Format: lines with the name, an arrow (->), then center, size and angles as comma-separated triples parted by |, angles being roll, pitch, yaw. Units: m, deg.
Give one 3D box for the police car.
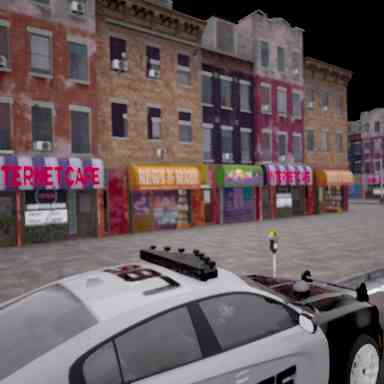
police car -> -0.014, 1.386, 3.247 | 5.238, 1.638, 1.930 | -2, 1, -35
